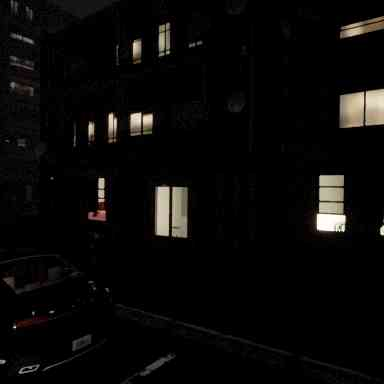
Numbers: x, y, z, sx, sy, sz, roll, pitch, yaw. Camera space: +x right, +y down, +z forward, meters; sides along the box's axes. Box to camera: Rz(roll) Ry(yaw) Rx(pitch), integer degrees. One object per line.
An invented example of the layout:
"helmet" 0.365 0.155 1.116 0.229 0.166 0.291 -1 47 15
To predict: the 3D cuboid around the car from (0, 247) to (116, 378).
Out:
"car" -3.084 1.549 5.215 4.403 1.369 2.008 0 1 36
